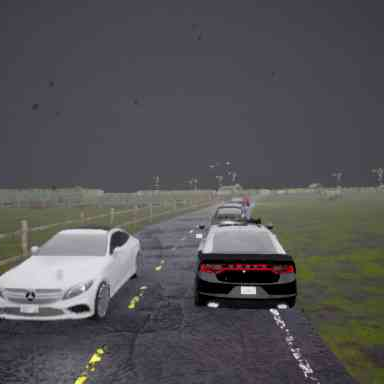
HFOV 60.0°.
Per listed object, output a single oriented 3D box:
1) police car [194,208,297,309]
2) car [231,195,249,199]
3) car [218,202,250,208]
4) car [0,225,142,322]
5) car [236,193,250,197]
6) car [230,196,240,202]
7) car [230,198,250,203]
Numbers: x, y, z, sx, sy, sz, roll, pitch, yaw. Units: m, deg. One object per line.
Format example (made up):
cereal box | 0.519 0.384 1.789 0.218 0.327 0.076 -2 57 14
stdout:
police car | 1.097 1.423 8.080 1.930 1.638 5.238 0 0 4
car | 5.653 1.438 41.172 1.882 1.535 5.008 0 0 12
car | 2.048 1.494 17.772 1.837 1.490 4.892 0 0 8
car | -2.353 1.524 7.422 1.812 1.442 4.674 0 0 3
car | 7.749 1.167 51.278 2.150 2.045 5.566 0 0 12
car | 9.533 1.516 73.303 1.895 1.301 4.718 0 0 12
car | 2.944 1.459 23.613 1.882 1.535 5.008 0 0 10
